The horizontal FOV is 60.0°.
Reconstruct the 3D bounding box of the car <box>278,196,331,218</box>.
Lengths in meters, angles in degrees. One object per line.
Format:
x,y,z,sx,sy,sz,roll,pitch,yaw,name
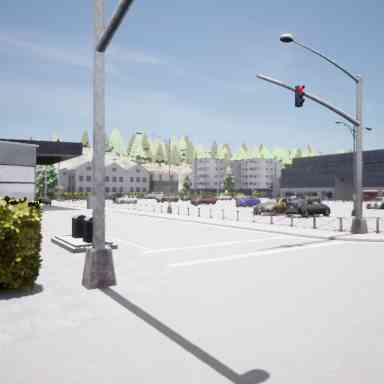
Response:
9.885,1.357,28.360,4.514,1.523,2.007,0,0,-35,car

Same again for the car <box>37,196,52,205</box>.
-25.214,1.500,56.516,2.128,1.511,4.902,0,0,-35,car

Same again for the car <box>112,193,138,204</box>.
-11.609,1.379,58.960,3.806,1.475,1.970,0,0,-35,car

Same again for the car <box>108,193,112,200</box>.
-13.011,1.096,62.036,3.866,1.878,1.905,0,0,-35,car

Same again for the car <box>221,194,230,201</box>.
7.432,1.269,76.301,3.806,1.475,1.970,0,0,-35,car

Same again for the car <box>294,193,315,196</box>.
20.698,1.135,58.588,4.605,1.855,1.932,0,0,-35,car

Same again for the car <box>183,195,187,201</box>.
-0.444,1.330,75.268,4.514,1.523,2.007,0,0,-35,car

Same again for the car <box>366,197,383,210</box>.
23.434,1.416,41.467,3.806,1.475,1.970,0,0,-35,car

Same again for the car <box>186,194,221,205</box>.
1.870,1.322,53.225,4.514,1.523,2.007,0,0,-35,car

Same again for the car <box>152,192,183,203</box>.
-4.678,1.122,63.846,4.605,1.855,1.932,0,0,-35,car

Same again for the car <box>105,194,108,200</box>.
-22.250,1.186,83.166,4.553,1.767,2.097,0,0,-35,car

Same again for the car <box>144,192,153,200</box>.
-10.449,1.066,91.358,5.566,2.045,2.150,0,0,-35,car

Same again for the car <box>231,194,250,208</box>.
7.556,1.343,45.008,3.633,1.501,1.845,0,0,-35,car

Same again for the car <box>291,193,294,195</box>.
18.696,1.114,60.734,3.866,1.878,1.905,0,0,-35,car

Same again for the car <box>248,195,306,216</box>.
8.046,1.348,30.902,5.027,1.636,2.152,0,0,-35,car
